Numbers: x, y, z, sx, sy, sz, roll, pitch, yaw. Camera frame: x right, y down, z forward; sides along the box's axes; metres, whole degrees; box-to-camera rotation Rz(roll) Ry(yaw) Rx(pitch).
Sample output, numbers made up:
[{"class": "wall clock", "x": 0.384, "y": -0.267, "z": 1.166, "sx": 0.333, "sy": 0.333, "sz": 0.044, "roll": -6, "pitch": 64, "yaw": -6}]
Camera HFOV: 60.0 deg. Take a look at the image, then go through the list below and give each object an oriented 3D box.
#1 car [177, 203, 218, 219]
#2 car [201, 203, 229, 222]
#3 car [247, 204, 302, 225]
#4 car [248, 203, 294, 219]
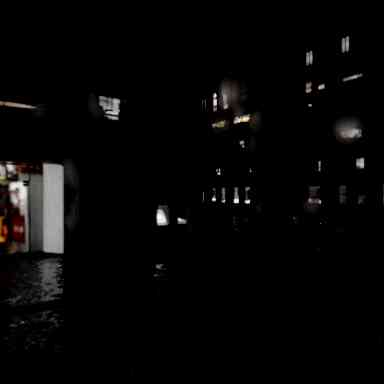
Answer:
[{"class": "car", "x": 0.483, "y": 1.854, "z": 33.530, "sx": 1.994, "sy": 1.385, "sz": 4.181, "roll": 0, "pitch": -1, "yaw": -35}, {"class": "car", "x": 1.264, "y": 1.669, "z": 28.112, "sx": 1.967, "sy": 1.590, "sz": 4.097, "roll": -1, "pitch": 0, "yaw": -35}, {"class": "car", "x": 6.195, "y": 1.732, "z": 25.393, "sx": 1.994, "sy": 1.385, "sz": 4.181, "roll": 0, "pitch": -1, "yaw": -35}, {"class": "car", "x": 7.708, "y": 1.814, "z": 32.659, "sx": 1.802, "sy": 1.307, "sz": 4.206, "roll": -1, "pitch": 0, "yaw": -35}]
